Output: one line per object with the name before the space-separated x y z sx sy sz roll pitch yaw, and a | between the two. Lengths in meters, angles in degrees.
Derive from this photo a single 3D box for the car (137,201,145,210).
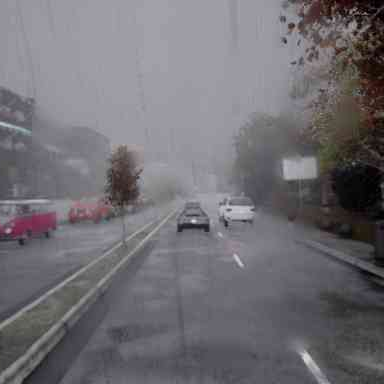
car | -7.957 1.719 43.563 2.163 1.488 4.792 0 0 0

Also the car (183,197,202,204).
car | 0.117 1.711 41.480 1.837 1.490 4.892 0 -1 0

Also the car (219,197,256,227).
car | 3.230 1.359 24.392 2.150 2.045 5.566 0 0 0

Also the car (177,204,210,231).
car | 0.088 1.688 21.420 1.994 1.385 4.181 0 0 0

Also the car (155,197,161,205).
car | -7.846 1.728 65.683 2.097 1.535 5.008 0 0 1

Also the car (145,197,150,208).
car | -7.930 1.743 49.140 2.002 1.452 4.674 0 0 0

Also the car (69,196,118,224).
car | -8.042 1.382 26.925 2.435 2.045 5.566 0 0 0

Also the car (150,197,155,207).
car | -7.902 1.715 54.691 2.231 1.521 4.892 0 0 0

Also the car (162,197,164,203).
car | -7.610 1.760 75.279 2.163 1.488 4.792 0 0 3

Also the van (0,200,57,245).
van | -8.097 1.355 15.744 1.878 1.987 4.442 0 0 0

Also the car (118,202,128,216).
car | -8.013 1.685 32.468 2.163 1.488 4.792 0 0 0

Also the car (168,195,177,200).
car | -6.248 1.718 93.285 1.946 1.575 5.366 0 0 7

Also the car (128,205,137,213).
car | -7.987 1.714 38.047 2.002 1.452 4.674 0 0 0
